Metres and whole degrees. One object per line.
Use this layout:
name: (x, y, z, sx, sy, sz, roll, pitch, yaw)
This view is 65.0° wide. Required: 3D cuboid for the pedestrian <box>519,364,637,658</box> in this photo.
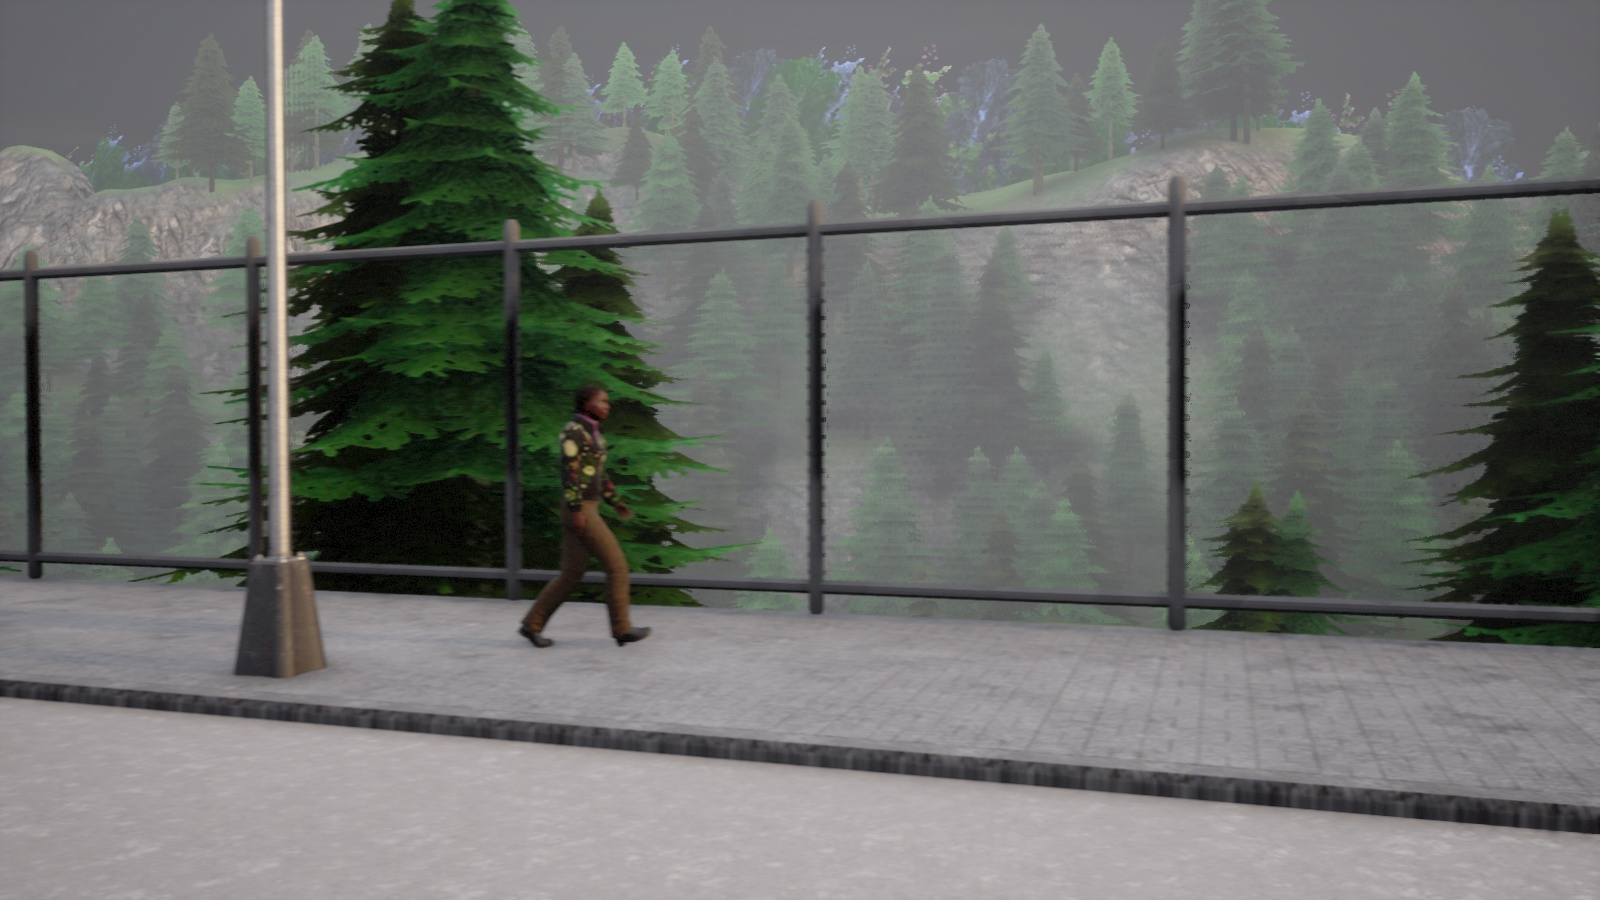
pedestrian: (-1.489, 0.395, 8.457, 0.692, 1.930, 0.395, 0, 1, 8)
